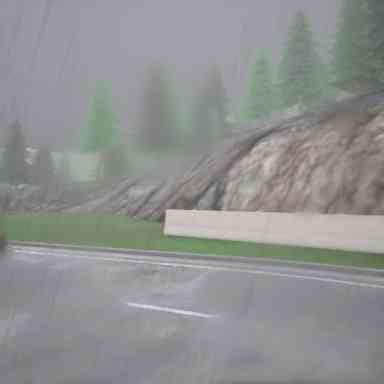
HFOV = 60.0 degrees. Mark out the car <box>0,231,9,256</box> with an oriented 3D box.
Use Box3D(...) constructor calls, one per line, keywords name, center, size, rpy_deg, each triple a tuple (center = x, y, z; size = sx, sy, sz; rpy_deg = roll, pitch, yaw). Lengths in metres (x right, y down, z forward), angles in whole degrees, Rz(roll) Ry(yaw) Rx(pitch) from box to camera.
Box3D(name="car", center=(-8.610, 1.638, 11.802), size=(4.181, 1.385, 1.994), rpy_deg=(-1, 0, 24))
